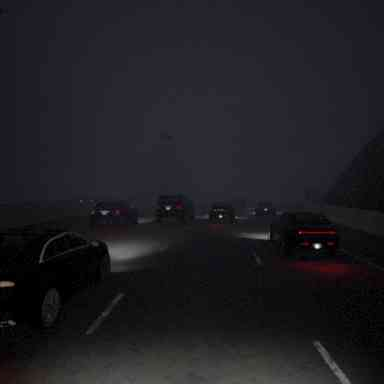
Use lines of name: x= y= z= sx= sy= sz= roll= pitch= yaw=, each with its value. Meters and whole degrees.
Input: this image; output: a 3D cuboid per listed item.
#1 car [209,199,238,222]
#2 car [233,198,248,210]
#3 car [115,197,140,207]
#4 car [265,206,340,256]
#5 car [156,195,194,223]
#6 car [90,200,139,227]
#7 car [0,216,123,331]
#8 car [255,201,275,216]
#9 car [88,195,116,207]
car: x=2.442 y=1.510 z=26.179 sx=1.837 sy=1.490 sz=4.892 roll=0 pitch=0 yaw=9
car: x=5.999 y=1.519 z=42.494 sx=1.837 sy=1.490 sz=4.892 roll=0 pitch=0 yaw=15
car: x=-9.877 y=1.554 z=51.283 sx=1.994 sy=1.385 sz=4.181 roll=0 pitch=0 yaw=17
car: x=4.315 y=1.513 z=13.297 sx=1.837 sy=1.490 sz=4.892 roll=0 pitch=0 yaw=5
car: x=-1.217 y=1.222 z=25.654 sx=2.150 sy=2.045 sz=5.566 roll=0 pitch=0 yaw=9
car: x=-5.149 y=1.346 z=22.747 sx=2.097 sy=1.767 sz=4.553 roll=0 pitch=0 yaw=8
car: x=-3.143 y=1.487 z=6.850 sx=2.128 sy=1.511 sz=4.902 roll=0 pitch=0 yaw=2
car: x=7.221 y=1.579 z=32.640 sx=1.994 sy=1.385 sz=4.181 roll=0 pitch=0 yaw=12
car: x=-13.629 y=1.335 z=50.895 sx=2.097 sy=1.767 sz=4.553 roll=0 pitch=0 yaw=16
